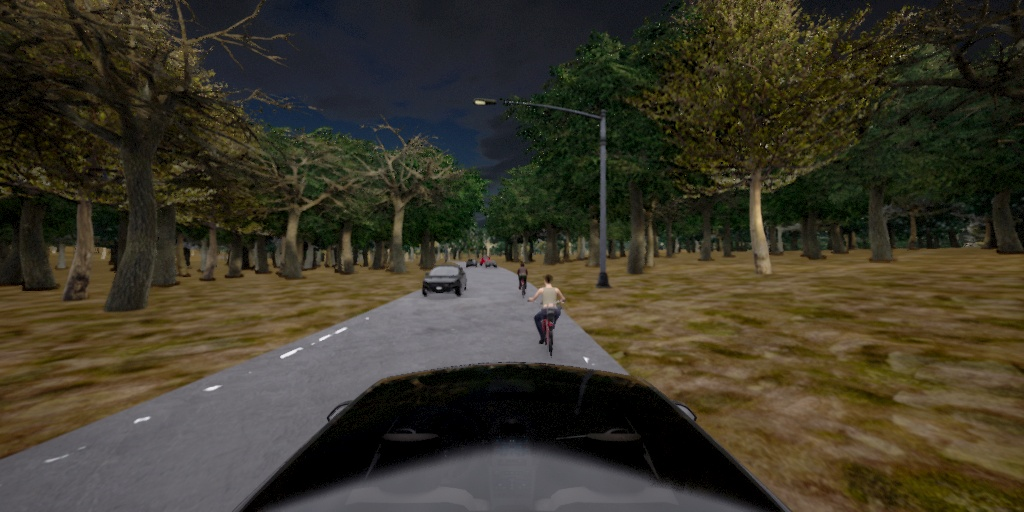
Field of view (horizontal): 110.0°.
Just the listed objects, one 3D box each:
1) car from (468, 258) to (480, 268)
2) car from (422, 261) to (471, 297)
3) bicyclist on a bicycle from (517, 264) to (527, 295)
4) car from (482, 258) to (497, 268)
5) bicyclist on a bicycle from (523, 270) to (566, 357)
[{"bbox_3d":[-6.721,1.261,60.368,1.837,1.490,4.892,0,0,-7],"label":"car"},{"bbox_3d":[-3.479,1.222,19.157,1.882,1.535,5.008,0,0,-2],"label":"car"},{"bbox_3d":[0.518,1.200,17.443,0.582,1.620,1.656,0,0,-2],"label":"bicyclist on a bicycle"},{"bbox_3d":[-3.656,1.366,61.382,1.895,1.301,4.718,0,0,-7],"label":"car"},{"bbox_3d":[0.757,1.185,7.579,0.866,1.612,1.509,0,0,-1],"label":"bicyclist on a bicycle"}]
